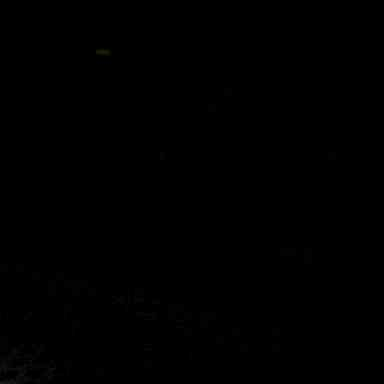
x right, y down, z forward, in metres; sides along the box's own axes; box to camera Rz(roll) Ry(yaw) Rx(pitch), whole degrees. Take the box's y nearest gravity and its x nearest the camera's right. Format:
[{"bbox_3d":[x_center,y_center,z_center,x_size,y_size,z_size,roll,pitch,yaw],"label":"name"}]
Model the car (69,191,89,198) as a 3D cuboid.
[{"bbox_3d":[-18.691,0.834,57.611,2.150,2.045,5.566,2,1,36],"label":"car"}]
